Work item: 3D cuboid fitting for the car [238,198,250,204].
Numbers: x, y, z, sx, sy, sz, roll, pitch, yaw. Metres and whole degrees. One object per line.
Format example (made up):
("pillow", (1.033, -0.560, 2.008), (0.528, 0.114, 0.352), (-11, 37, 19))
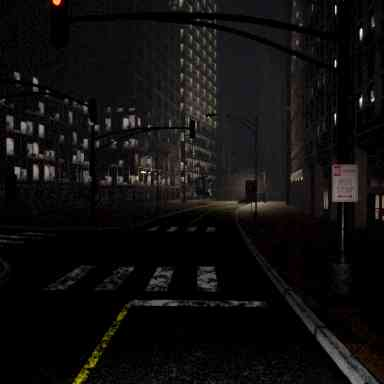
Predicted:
("car", (10.842, 1.864, 69.010), (1.895, 1.301, 4.718), (0, 0, 18))

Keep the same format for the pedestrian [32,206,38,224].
("pedestrian", (-9.392, 1.345, 19.878), (0.500, 1.100, 0.500), (0, 0, 17))
